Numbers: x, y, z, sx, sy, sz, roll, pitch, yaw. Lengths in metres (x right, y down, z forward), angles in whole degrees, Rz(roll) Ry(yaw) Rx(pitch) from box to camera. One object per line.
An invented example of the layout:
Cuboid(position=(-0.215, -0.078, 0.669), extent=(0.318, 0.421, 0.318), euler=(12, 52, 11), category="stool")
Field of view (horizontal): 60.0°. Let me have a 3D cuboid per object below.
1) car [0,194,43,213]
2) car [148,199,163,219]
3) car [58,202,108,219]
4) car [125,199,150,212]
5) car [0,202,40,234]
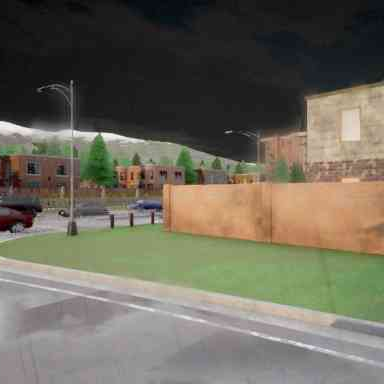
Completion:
Cuboid(position=(-15.521, 1.224, 27.949), extent=(2.150, 2.045, 5.566), euler=(0, 0, 41), category="car")
Cuboid(position=(-0.900, 1.547, 28.629), extent=(2.033, 1.411, 5.357), euler=(0, 0, 41), category="car")
Cuboid(position=(-9.561, 1.564, 29.403), extent=(1.994, 1.385, 4.181), euler=(0, 0, 41), category="car")
Cuboid(position=(-5.661, 1.526, 39.072), extent=(1.812, 1.442, 4.674), euler=(0, 0, 41), category="car")
Cuboid(position=(-10.950, 1.478, 17.266), extent=(1.882, 1.535, 5.008), euler=(0, 0, 41), category="car")
